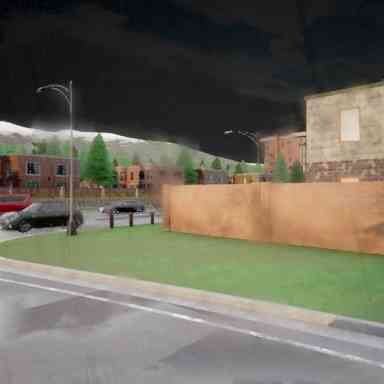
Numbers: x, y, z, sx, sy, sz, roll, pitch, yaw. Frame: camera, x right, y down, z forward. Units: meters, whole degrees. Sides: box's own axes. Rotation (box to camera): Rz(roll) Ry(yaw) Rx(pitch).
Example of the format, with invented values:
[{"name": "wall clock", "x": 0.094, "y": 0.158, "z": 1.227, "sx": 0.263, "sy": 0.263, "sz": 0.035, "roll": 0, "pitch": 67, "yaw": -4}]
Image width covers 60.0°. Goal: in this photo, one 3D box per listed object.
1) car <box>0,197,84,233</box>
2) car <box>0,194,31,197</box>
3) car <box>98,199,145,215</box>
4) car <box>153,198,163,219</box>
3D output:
[{"name": "car", "x": -8.848, "y": 1.351, "z": 19.696, "sx": 2.097, "sy": 1.767, "sz": 4.553, "roll": 0, "pitch": 0, "yaw": 41}, {"name": "car", "x": -15.988, "y": 1.224, "z": 27.473, "sx": 2.150, "sy": 2.045, "sz": 5.566, "roll": 0, "pitch": 0, "yaw": 41}, {"name": "car", "x": -6.805, "y": 1.492, "z": 32.578, "sx": 2.128, "sy": 1.511, "sz": 4.902, "roll": 0, "pitch": 0, "yaw": 41}, {"name": "car", "x": -1.022, "y": 1.478, "z": 28.550, "sx": 1.882, "sy": 1.535, "sz": 5.008, "roll": 0, "pitch": 0, "yaw": 41}]
